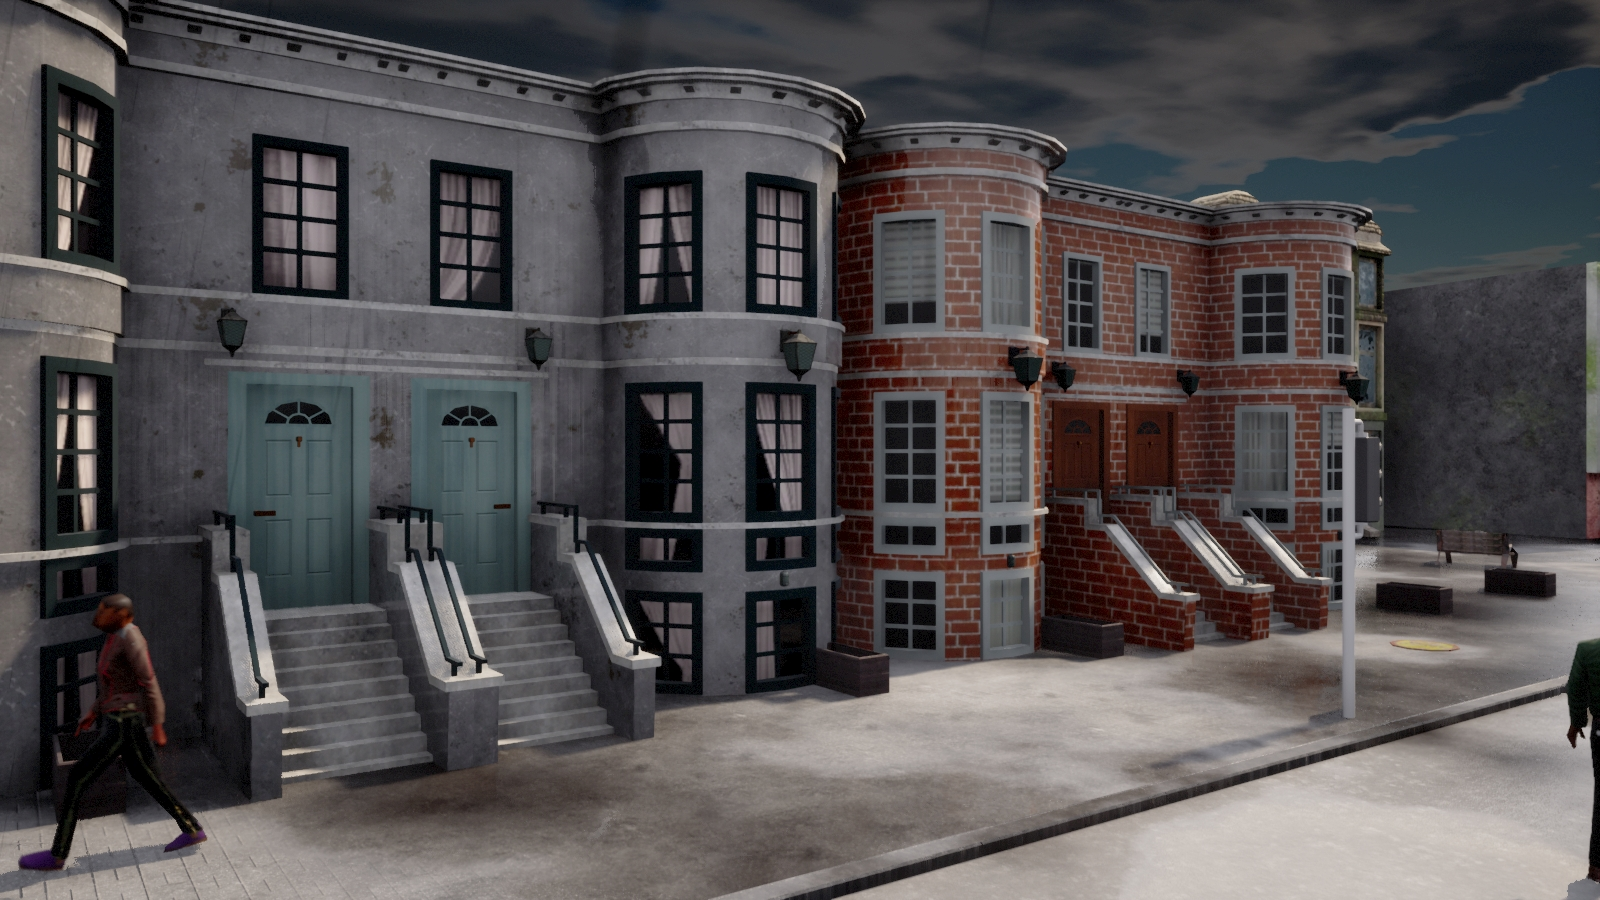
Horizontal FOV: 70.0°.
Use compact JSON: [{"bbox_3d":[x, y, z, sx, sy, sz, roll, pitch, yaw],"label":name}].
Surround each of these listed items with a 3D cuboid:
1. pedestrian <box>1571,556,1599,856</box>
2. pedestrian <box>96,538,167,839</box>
[{"bbox_3d":[5.222,1.628,7.277,0.375,1.860,0.375,0,0,-26],"label":"pedestrian"},{"bbox_3d":[-4.369,1.524,7.462,0.375,1.860,0.375,0,0,-34],"label":"pedestrian"}]
